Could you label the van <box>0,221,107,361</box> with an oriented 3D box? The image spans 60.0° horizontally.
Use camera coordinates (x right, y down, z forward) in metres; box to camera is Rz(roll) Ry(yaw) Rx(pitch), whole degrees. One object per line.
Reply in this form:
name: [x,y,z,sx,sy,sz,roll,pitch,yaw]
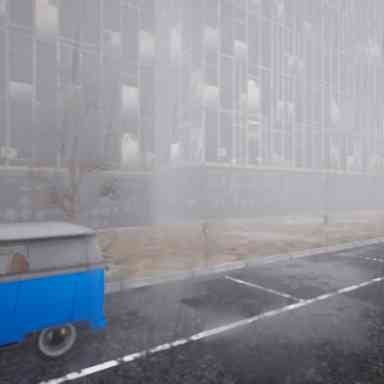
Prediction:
van: [-3.145,1.341,4.314,3.998,1.788,1.690,0,0,-36]
